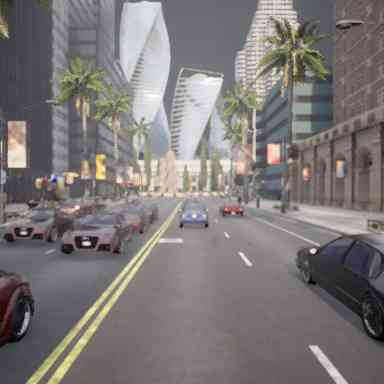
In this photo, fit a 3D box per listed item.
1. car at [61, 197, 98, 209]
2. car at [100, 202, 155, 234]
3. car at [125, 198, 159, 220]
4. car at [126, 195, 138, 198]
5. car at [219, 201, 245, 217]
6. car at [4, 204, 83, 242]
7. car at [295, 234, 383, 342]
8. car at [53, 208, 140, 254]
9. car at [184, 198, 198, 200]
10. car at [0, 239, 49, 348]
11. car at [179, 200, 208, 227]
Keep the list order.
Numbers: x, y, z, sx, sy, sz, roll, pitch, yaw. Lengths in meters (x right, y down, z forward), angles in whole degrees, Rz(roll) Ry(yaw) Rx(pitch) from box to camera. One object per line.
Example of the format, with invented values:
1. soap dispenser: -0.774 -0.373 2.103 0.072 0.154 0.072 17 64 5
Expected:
1. car: -10.112 1.251 28.872 2.185 1.767 4.553 0 0 -1
2. car: -3.476 1.498 18.706 1.994 1.385 4.181 0 0 0
3. car: -3.474 1.406 24.154 2.128 1.511 4.902 0 0 0
4. car: -10.411 1.274 58.245 2.231 1.521 4.892 0 0 -1
5. car: 3.510 1.493 30.287 1.895 1.301 4.718 0 0 0
6. car: -6.992 1.507 15.808 1.994 1.385 4.181 0 0 0
7. car: 3.604 1.525 6.337 2.033 1.411 5.357 0 0 0
8. car: -3.501 1.518 13.040 1.994 1.385 4.181 0 0 0
9. car: -0.073 1.410 43.440 1.994 1.385 4.181 0 0 -1
10. car: -3.526 1.551 3.622 1.994 1.385 4.181 0 0 1
11. car: 0.122 1.468 22.151 2.033 1.411 5.357 0 0 0
